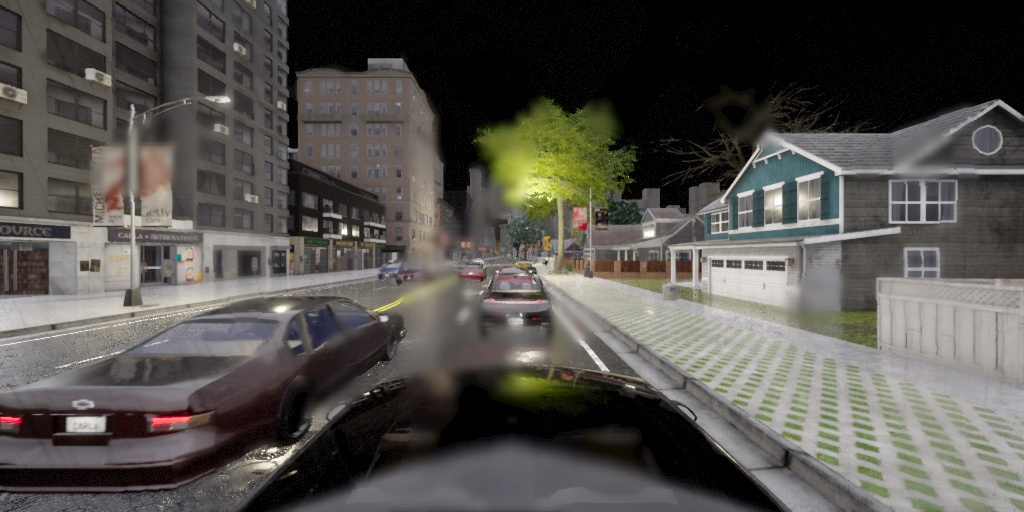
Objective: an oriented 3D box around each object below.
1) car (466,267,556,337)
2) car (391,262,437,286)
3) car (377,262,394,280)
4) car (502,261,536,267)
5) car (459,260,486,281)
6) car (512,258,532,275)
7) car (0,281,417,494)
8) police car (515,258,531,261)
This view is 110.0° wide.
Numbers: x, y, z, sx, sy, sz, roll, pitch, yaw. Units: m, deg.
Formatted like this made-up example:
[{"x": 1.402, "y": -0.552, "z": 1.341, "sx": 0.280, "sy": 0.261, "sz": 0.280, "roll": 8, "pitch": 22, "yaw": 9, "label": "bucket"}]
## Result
[{"x": 0.112, "y": 1.238, "z": 10.296, "sx": 2.128, "sy": 1.511, "sz": 4.902, "roll": 0, "pitch": 0, "yaw": 0, "label": "car"}, {"x": -6.574, "y": 1.296, "z": 25.051, "sx": 1.994, "sy": 1.385, "sz": 4.181, "roll": 0, "pitch": 0, "yaw": 0, "label": "car"}, {"x": -9.818, "y": 1.251, "z": 30.497, "sx": 1.812, "sy": 1.442, "sz": 4.674, "roll": 0, "pitch": 0, "yaw": 0, "label": "car"}, {"x": 0.120, "y": 1.216, "z": 19.800, "sx": 1.882, "sy": 1.535, "sz": 5.008, "roll": 0, "pitch": 0, "yaw": 0, "label": "car"}, {"x": -3.118, "y": 1.291, "z": 29.384, "sx": 1.994, "sy": 1.385, "sz": 4.181, "roll": 0, "pitch": 0, "yaw": 0, "label": "car"}, {"x": 1.016, "y": 1.064, "z": 39.389, "sx": 2.097, "sy": 1.767, "sz": 4.553, "roll": 0, "pitch": 0, "yaw": 0, "label": "car"}, {"x": -3.145, "y": 1.296, "z": 5.159, "sx": 2.033, "sy": 1.411, "sz": 5.357, "roll": 0, "pitch": 0, "yaw": 0, "label": "car"}, {"x": 1.006, "y": 1.152, "z": 29.529, "sx": 1.930, "sy": 1.638, "sz": 5.238, "roll": 0, "pitch": 0, "yaw": 0, "label": "police car"}]
